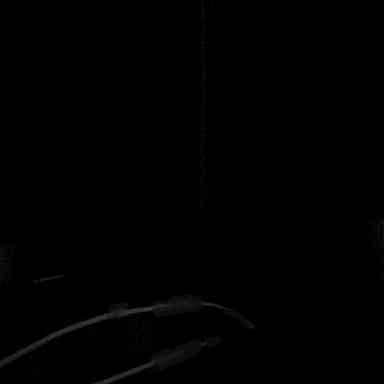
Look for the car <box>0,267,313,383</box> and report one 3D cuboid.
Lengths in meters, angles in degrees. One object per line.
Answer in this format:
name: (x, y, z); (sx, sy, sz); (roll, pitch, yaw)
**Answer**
car: (-1.089, 1.491, 2.603); (4.902, 1.511, 2.128); (0, 0, -35)
